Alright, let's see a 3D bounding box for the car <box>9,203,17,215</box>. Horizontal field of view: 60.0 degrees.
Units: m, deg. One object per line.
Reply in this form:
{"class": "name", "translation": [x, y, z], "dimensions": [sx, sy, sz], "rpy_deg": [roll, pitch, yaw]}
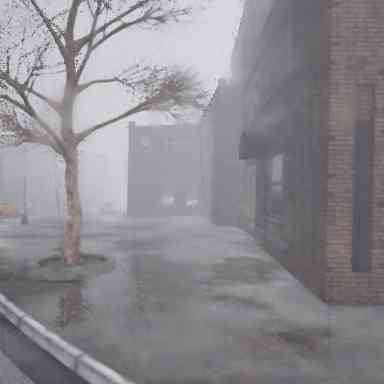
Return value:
{"class": "car", "translation": [-20.002, 1.674, 34.064], "dimensions": [1.882, 1.535, 5.008], "rpy_deg": [1, -1, 3]}

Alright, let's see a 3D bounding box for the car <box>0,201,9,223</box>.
{"class": "car", "translation": [-15.584, 1.628, 24.574], "dimensions": [1.882, 1.535, 5.008], "rpy_deg": [1, -1, -13]}
